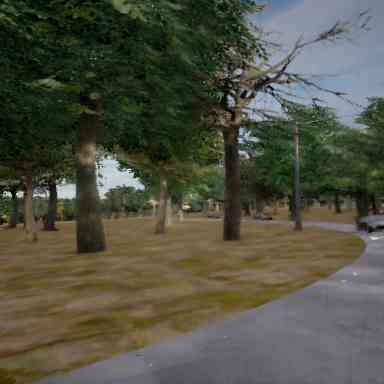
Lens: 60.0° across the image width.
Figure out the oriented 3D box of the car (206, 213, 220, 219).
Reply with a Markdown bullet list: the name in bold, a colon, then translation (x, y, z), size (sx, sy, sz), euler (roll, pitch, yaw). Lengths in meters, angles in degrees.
- **car**: translation (5.067, 5.893, 81.172), size (2.128, 1.511, 4.902), euler (0, -4, -20)

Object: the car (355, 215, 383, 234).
- **car**: translation (14.395, 2.539, 26.329), size (2.033, 1.411, 5.357), euler (-1, -3, 13)

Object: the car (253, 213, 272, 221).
- **car**: translation (12.738, 4.520, 60.527), size (1.994, 1.385, 4.181), euler (0, -4, -20)
